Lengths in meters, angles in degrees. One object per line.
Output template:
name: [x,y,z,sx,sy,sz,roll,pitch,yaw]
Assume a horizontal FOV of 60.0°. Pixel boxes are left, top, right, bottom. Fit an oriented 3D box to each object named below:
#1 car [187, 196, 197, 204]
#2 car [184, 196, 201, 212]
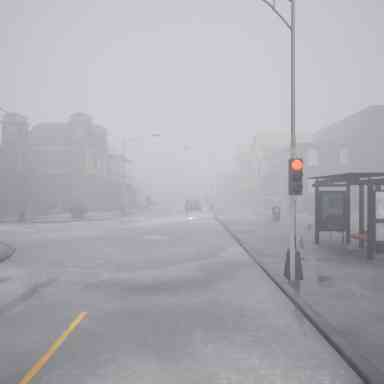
car: [0.003,1.505,64.177,1.837,1.490,4.892,0,0,0]
car: [0.109,1.547,38.060,2.033,1.411,5.357,0,0,-1]
